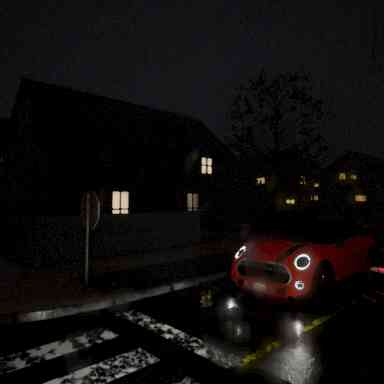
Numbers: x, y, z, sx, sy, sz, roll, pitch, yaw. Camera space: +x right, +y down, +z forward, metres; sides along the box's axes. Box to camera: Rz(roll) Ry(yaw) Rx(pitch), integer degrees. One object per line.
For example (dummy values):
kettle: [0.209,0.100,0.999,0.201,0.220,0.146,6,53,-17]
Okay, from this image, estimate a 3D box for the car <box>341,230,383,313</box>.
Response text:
car: [5.234,1.567,6.822,4.902,1.511,2.128,1,-1,-43]

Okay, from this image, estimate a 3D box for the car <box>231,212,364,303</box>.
car: [3.053,1.449,8.644,4.553,1.767,2.097,1,-1,-44]
